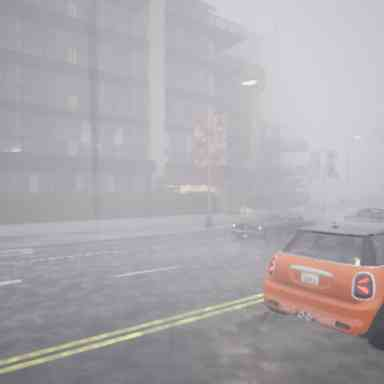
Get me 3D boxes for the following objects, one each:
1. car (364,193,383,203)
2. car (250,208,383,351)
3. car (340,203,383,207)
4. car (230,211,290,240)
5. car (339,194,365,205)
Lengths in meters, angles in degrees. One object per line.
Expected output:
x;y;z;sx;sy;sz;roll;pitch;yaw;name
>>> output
27.954;1.248;51.502;2.150;2.045;5.566;0;0;6;car
3.507;1.355;6.401;4.553;1.767;2.097;0;0;-37;car
8.491;1.501;15.549;4.902;1.511;2.128;0;0;-45;car
3.998;1.609;16.052;4.718;1.301;1.895;0;0;-42;car
24.358;1.521;51.601;2.128;1.511;4.902;0;0;6;car
